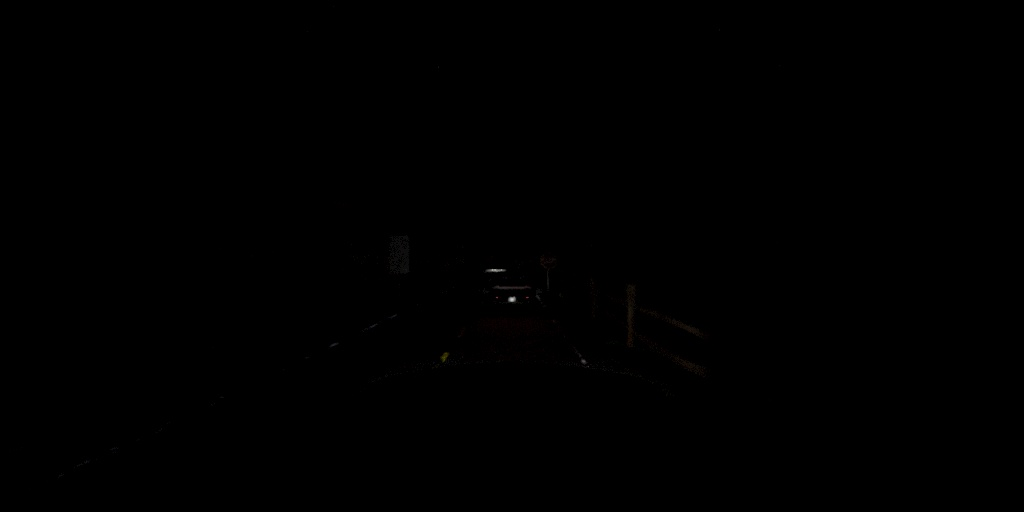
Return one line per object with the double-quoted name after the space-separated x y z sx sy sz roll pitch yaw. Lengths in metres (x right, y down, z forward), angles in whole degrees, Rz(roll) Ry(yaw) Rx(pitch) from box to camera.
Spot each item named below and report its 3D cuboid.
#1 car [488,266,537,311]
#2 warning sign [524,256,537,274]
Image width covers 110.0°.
0.018 1.372 15.308 2.128 1.511 4.902 0 0 0 "car"
2.437 1.245 43.758 1.300 1.860 1.060 0 0 0 "warning sign"
